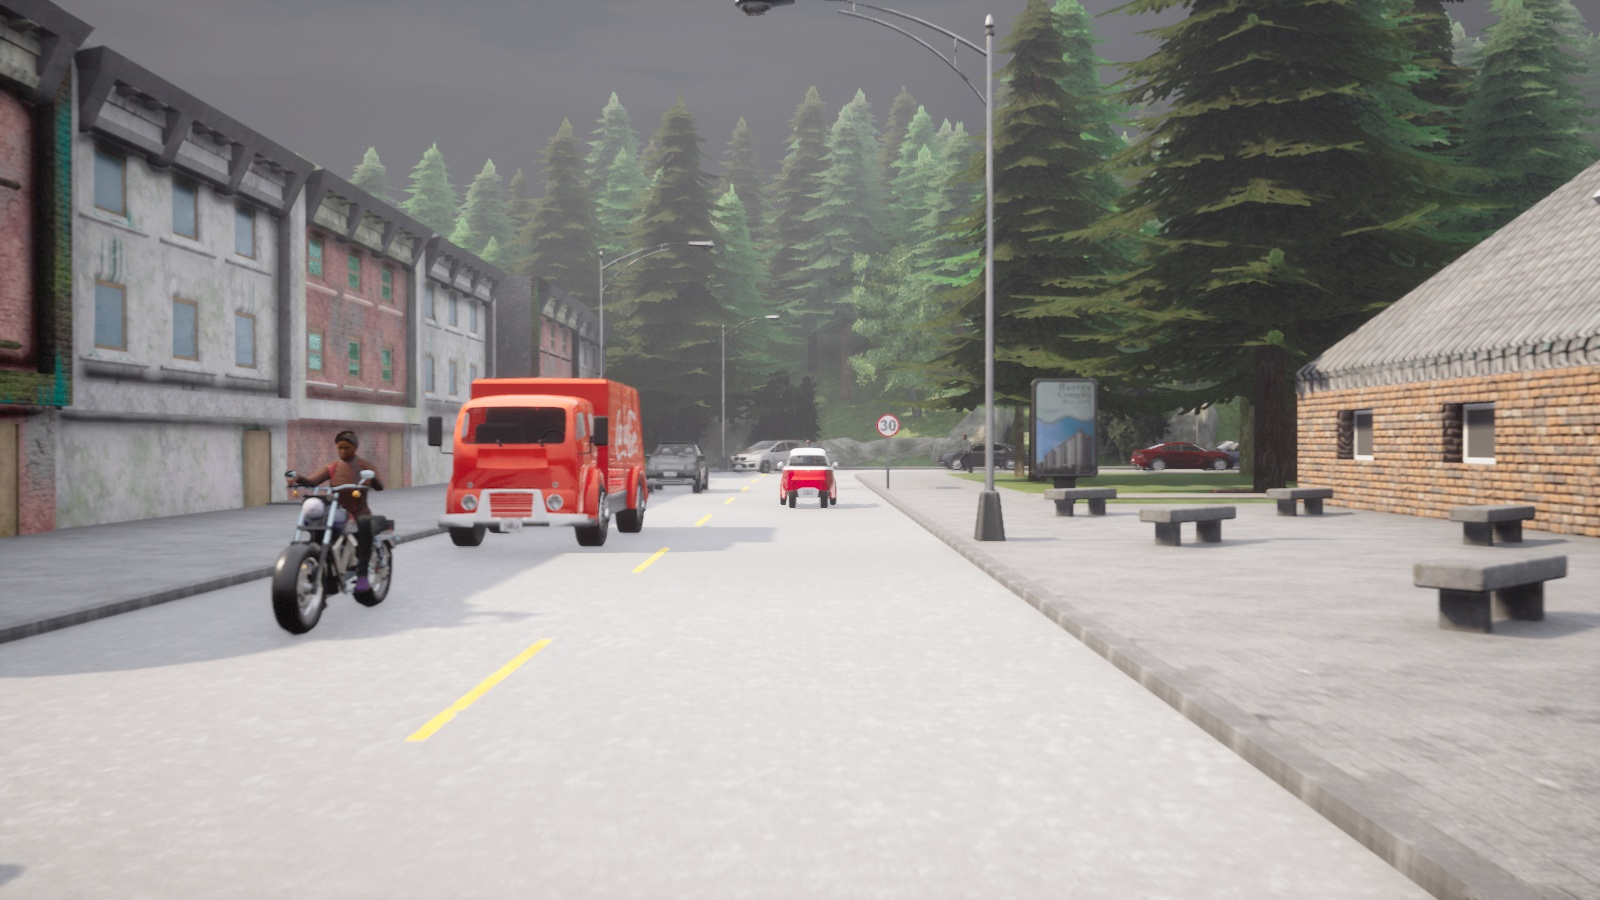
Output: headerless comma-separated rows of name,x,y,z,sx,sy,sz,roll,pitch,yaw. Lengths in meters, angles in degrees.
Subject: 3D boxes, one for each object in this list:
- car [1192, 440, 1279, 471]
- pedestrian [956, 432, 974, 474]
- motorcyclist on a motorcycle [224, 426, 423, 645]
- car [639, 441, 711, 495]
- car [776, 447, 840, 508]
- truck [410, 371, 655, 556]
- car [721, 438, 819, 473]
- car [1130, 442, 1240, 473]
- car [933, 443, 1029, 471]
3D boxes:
car,23.292,0.284,67.270,3.988,1.617,1.851,0,0,0
pedestrian,7.630,0.135,58.048,0.788,1.949,0.423,0,0,2
motorcyclist on a motorcycle,-3.933,0.634,10.610,0.766,1.649,2.350,0,0,0
car,-3.754,0.507,38.173,1.789,1.549,3.705,0,0,0
car,0.191,0.633,29.840,1.481,1.376,2.207,0,1,0
truck,-3.877,0.137,19.394,2.627,2.467,5.204,0,1,0
car,-1.446,0.240,62.304,2.242,1.667,4.611,0,0,43
car,19.358,0.383,63.281,5.008,1.535,1.882,0,0,0
car,9.660,0.380,67.251,4.892,1.490,1.837,0,0,-1
